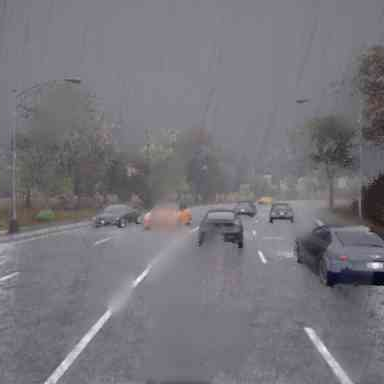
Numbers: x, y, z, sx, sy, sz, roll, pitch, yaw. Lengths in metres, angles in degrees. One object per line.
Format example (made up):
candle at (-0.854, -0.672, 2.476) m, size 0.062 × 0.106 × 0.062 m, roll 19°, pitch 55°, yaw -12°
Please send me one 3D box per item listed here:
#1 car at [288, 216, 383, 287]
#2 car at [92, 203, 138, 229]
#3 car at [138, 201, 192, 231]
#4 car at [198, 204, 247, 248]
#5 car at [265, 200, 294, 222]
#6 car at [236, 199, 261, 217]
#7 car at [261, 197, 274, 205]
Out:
car at (4.220, 1.599, 9.338) m, size 1.994 × 1.385 × 4.181 m, roll 0°, pitch 0°, yaw 5°
car at (-4.776, 1.524, 21.913) m, size 1.837 × 1.490 × 4.892 m, roll 0°, pitch 0°, yaw 11°
car at (-1.408, 1.385, 20.852) m, size 2.097 × 1.767 × 4.553 m, roll 0°, pitch 0°, yaw 11°
car at (1.384, 1.540, 15.164) m, size 1.837 × 1.490 × 4.892 m, roll 0°, pitch 0°, yaw 8°
car at (7.134, 1.632, 26.484) m, size 2.033 × 1.411 × 5.357 m, roll 0°, pitch 0°, yaw 14°
car at (5.216, 1.649, 32.325) m, size 1.994 × 1.385 × 4.181 m, roll 0°, pitch 0°, yaw 17°
car at (13.134, 1.647, 59.371) m, size 1.882 × 1.535 × 5.008 m, roll 0°, pitch 0°, yaw 31°
